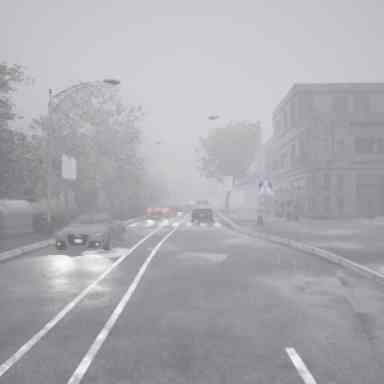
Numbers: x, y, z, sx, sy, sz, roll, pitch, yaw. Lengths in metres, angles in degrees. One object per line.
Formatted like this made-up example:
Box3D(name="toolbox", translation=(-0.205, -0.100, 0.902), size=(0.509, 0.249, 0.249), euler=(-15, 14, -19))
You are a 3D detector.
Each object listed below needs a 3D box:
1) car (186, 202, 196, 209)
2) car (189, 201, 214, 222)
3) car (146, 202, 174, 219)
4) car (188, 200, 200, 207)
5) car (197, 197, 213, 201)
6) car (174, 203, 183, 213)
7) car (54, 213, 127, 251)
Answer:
Box3D(name="car", translation=(-0.150, 3.248, 81.617), size=(2.002, 1.452, 4.674), euler=(-2, 1, 6))
Box3D(name="car", translation=(0.952, 1.864, 30.497), size=(1.882, 1.535, 5.008), euler=(0, -2, 2))
Box3D(name="car", translation=(-3.360, 1.841, 34.318), size=(2.097, 1.767, 4.553), euler=(0, -2, 2))
Box3D(name="car", translation=(0.551, 3.078, 87.718), size=(2.097, 1.535, 5.008), euler=(1, 2, 11))
Box3D(name="car", translation=(1.560, 2.131, 49.895), size=(2.150, 2.045, 5.566), euler=(0, -2, 2))
Box3D(name="car", translation=(-2.478, 2.568, 53.497), size=(1.837, 1.490, 4.892), euler=(0, -2, 4))
Box3D(name="car", translation=(-4.091, 1.588, 14.048), size=(1.994, 1.385, 4.181), euler=(0, 0, 1))
